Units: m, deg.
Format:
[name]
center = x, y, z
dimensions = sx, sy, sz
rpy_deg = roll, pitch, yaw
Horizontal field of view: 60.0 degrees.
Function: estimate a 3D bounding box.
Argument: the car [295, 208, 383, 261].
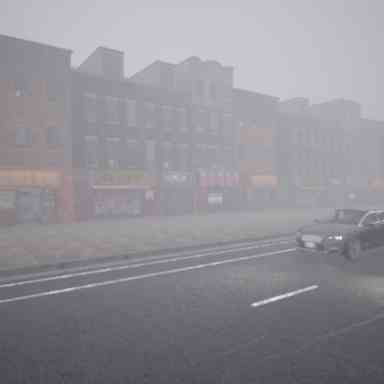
[car]
center = 5.651, 1.337, 11.736
dimensions = 4.902, 1.511, 2.128
rpy_deg = -1, 1, -36
